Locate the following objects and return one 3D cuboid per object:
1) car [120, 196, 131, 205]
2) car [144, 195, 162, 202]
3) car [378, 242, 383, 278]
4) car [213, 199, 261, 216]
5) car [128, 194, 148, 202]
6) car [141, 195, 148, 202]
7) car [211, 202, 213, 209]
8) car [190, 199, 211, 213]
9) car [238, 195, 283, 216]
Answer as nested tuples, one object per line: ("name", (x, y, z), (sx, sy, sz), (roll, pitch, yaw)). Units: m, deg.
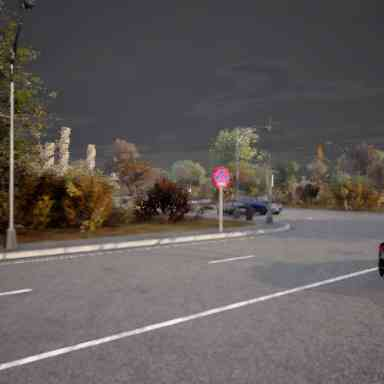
("car", (-10.924, 1.457, 56.790), (1.812, 1.442, 4.674), (0, 1, -32))
("car", (-8.504, 1.363, 72.074), (1.895, 1.301, 4.718), (0, 1, -37))
("car", (6.751, 1.525, 8.565), (5.008, 1.535, 1.882), (0, 0, -36))
("car", (4.350, 1.666, 32.571), (1.994, 1.385, 4.181), (0, 0, -32))
("car", (-11.333, 1.276, 70.015), (2.128, 1.511, 4.902), (0, 1, -37))
("car", (-5.498, 1.544, 48.174), (2.128, 1.511, 4.902), (0, 0, -32))
("car", (1.465, 1.658, 43.689), (2.033, 1.411, 5.357), (0, 0, -33))
("car", (-0.160, 1.626, 39.707), (1.812, 1.442, 4.674), (0, 0, -32))
("car", (6.959, 1.340, 35.037), (2.150, 2.045, 5.566), (0, 0, -31))
